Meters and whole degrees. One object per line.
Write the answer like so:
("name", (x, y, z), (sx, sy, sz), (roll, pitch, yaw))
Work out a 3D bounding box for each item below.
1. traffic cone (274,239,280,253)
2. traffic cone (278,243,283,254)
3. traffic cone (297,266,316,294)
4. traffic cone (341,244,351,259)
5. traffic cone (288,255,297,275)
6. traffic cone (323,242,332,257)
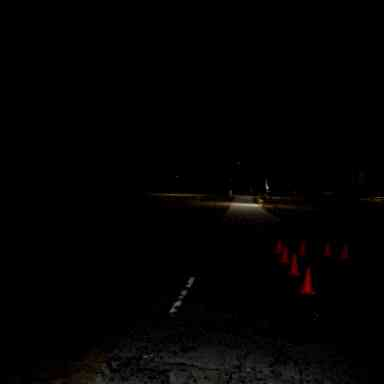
("traffic cone", (3.732, 2.309, 14.255), (0.340, 0.580, 0.340), (3, -1, 8))
("traffic cone", (3.454, 2.273, 12.275), (0.340, 0.580, 0.340), (3, -1, 8))
("traffic cone", (2.899, 2.201, 8.314), (0.340, 0.580, 0.340), (3, -1, 8))
("traffic cone", (6.387, 2.443, 13.837), (0.340, 0.580, 0.340), (3, -1, -12))
("traffic cone", (3.177, 2.237, 10.295), (0.340, 0.580, 0.340), (3, -1, 8))
("traffic cone", (5.709, 2.409, 13.976), (0.340, 0.580, 0.340), (3, -1, 8))
